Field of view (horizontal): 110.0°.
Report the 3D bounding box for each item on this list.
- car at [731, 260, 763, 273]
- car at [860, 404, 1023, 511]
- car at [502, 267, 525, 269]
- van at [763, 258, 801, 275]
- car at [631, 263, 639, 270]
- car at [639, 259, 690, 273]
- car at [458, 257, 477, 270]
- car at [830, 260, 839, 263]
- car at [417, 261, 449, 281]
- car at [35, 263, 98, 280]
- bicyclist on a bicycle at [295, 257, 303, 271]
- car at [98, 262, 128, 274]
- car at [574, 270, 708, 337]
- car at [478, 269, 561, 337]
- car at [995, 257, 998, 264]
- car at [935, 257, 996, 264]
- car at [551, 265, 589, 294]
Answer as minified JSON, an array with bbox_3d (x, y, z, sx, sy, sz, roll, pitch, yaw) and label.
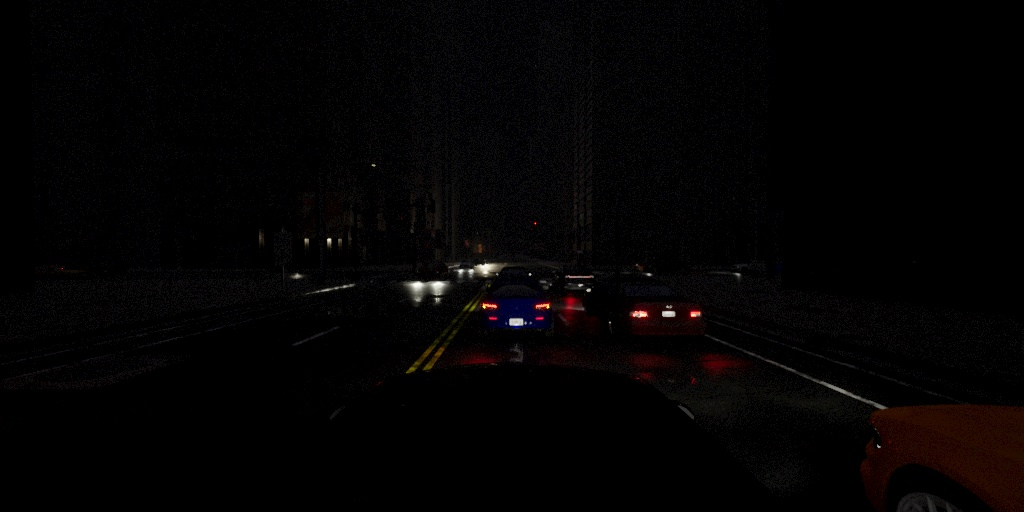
[{"bbox_3d":[27.651,1.177,41.072,4.674,1.442,1.812,0,1,0],"label":"car"},{"bbox_3d":[3.349,1.228,0.390,1.882,1.535,5.008,0,0,0],"label":"car"},{"bbox_3d":[0.092,1.283,19.688,2.033,1.411,5.357,0,0,0],"label":"car"},{"bbox_3d":[27.518,1.080,35.237,3.998,1.789,1.690,0,0,0],"label":"van"},{"bbox_3d":[16.682,1.064,43.822,4.097,1.591,1.967,0,0,0],"label":"car"},{"bbox_3d":[17.712,1.141,41.143,5.008,1.535,1.882,0,1,0],"label":"car"},{"bbox_3d":[-6.593,1.231,52.543,1.812,1.442,4.674,0,0,0],"label":"car"},{"bbox_3d":[32.959,1.315,35.206,4.207,1.307,1.802,0,0,0],"label":"car"},{"bbox_3d":[-6.599,1.202,30.278,1.882,1.535,5.008,0,0,0],"label":"car"},{"bbox_3d":[-40.834,1.445,32.164,4.829,1.417,1.751,0,0,0],"label":"car"},{"bbox_3d":[-25.889,0.995,43.551,0.582,1.620,1.656,0,1,0],"label":"bicyclist on a bicycle"},{"bbox_3d":[-46.428,1.356,40.685,4.507,1.381,1.888,0,0,0],"label":"car"},{"bbox_3d":[3.349,1.292,10.214,2.033,1.411,5.357,0,0,0],"label":"car"},{"bbox_3d":[0.091,1.270,10.115,1.812,1.442,4.674,0,0,0],"label":"car"},{"bbox_3d":[49.279,1.041,35.115,5.009,1.841,2.192,0,0,0],"label":"car"},{"bbox_3d":[43.838,1.164,35.145,4.097,1.591,1.967,0,0,0],"label":"car"},{"bbox_3d":[3.344,1.227,19.962,2.128,1.511,4.902,0,0,0],"label":"car"}]
